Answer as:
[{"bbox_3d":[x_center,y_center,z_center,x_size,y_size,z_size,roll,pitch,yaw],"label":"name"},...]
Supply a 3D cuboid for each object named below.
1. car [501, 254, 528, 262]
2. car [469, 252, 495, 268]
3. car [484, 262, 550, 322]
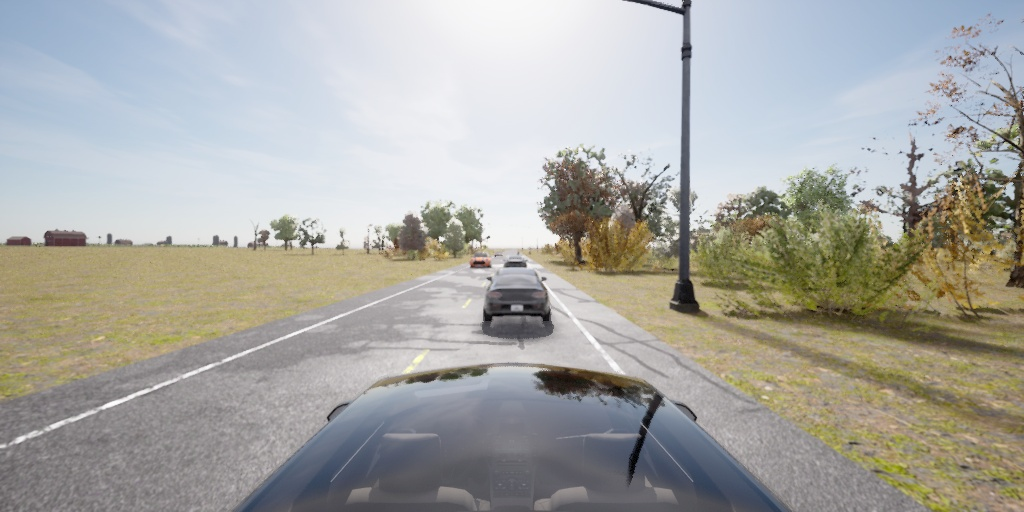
[{"bbox_3d":[0.280,0.698,30.339,1.837,1.490,4.892,0,1,0],"label":"car"},{"bbox_3d":[-3.350,0.378,38.886,2.097,1.767,4.553,0,1,0],"label":"car"},{"bbox_3d":[0.148,1.090,11.300,1.812,1.442,4.674,0,1,1],"label":"car"}]
